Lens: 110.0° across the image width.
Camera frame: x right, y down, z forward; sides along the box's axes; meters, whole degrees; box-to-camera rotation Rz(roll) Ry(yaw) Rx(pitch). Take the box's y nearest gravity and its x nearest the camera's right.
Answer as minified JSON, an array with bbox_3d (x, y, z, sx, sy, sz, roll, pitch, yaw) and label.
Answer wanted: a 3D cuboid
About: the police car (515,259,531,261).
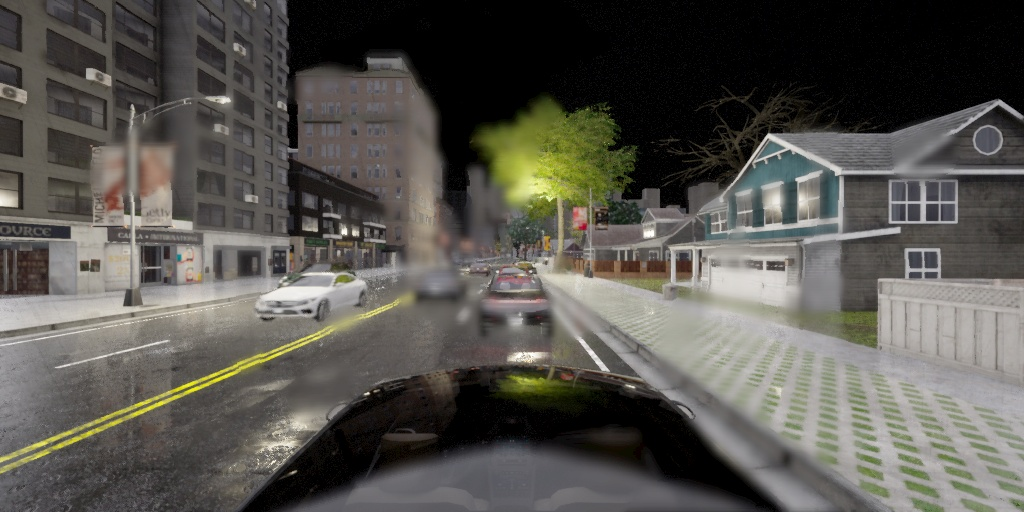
[{"bbox_3d":[1.006,1.155,29.529,1.930,1.638,5.238,0,0,0],"label":"police car"}]

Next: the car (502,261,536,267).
[{"bbox_3d":[0.120,1.219,19.800,1.882,1.535,5.008,0,0,0],"label":"car"}]

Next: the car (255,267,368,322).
[{"bbox_3d":[-6.587,1.272,12.436,1.812,1.442,4.674,0,0,0],"label":"car"}]

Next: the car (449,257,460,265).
[{"bbox_3d":[-9.739,1.038,62.949,2.097,1.767,4.553,0,0,1],"label":"car"}]

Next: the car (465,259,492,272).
[{"bbox_3d":[-3.112,1.268,36.261,2.033,1.411,5.357,0,0,0],"label":"car"}]

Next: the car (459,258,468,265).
[{"bbox_3d":[-6.536,1.200,55.733,1.837,1.490,4.892,0,0,0],"label":"car"}]

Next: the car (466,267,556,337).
[{"bbox_3d":[0.112,1.239,10.296,2.128,1.511,4.902,0,0,0],"label":"car"}]

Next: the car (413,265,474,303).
[{"bbox_3d":[-3.133,1.307,16.623,1.994,1.385,4.181,0,0,0],"label":"car"}]

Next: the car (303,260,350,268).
[{"bbox_3d":[-9.832,1.094,18.528,2.097,1.767,4.553,0,0,0],"label":"car"}]
